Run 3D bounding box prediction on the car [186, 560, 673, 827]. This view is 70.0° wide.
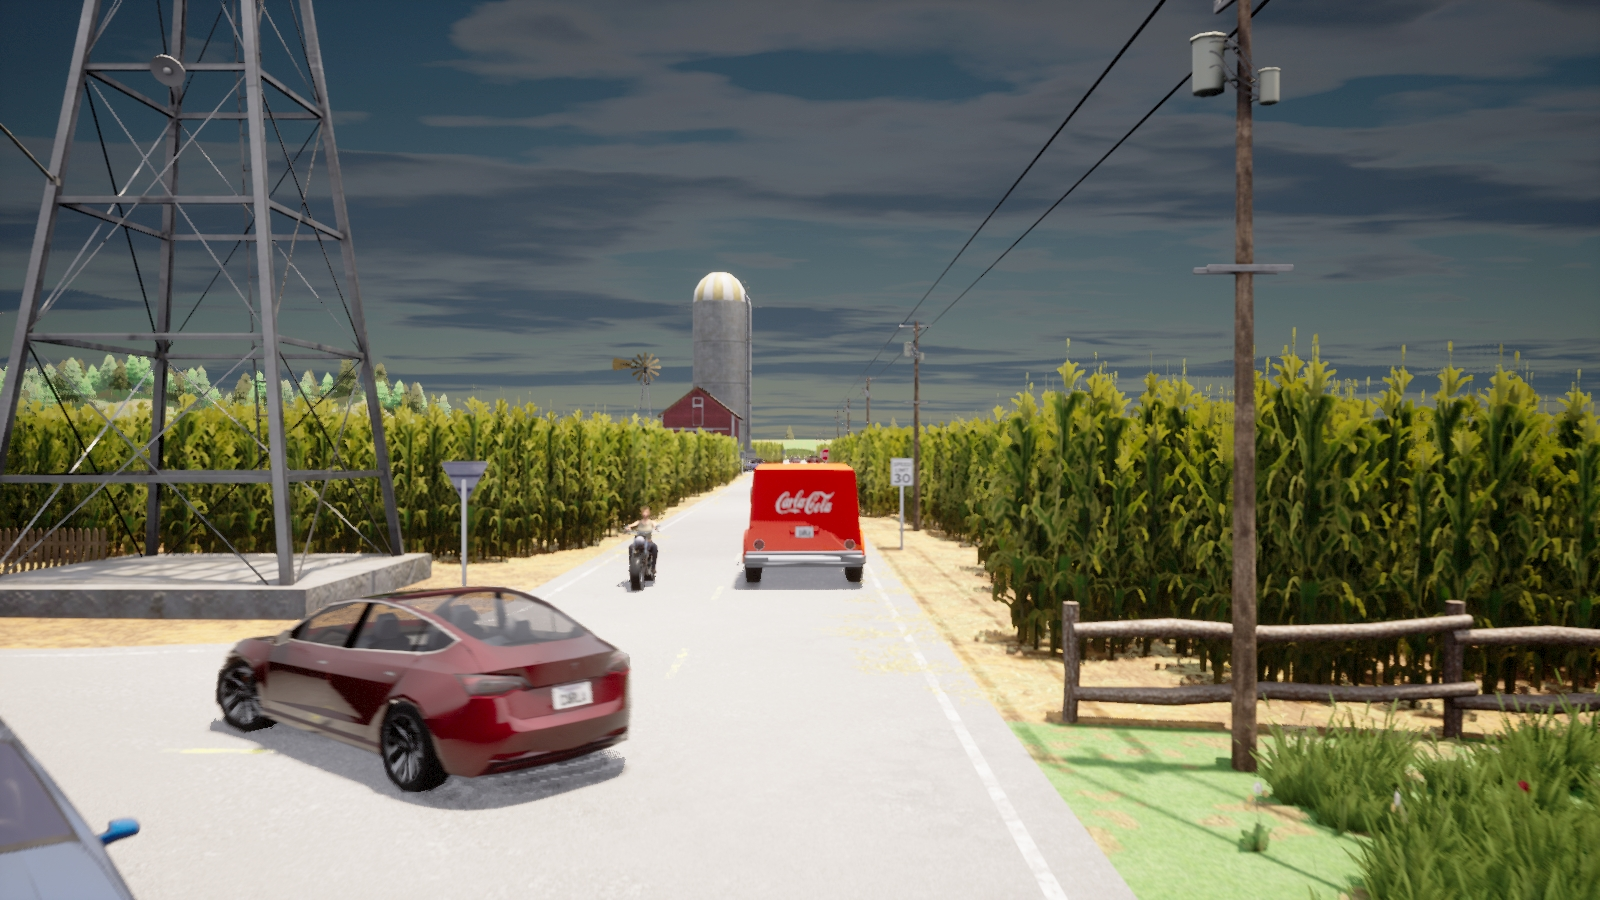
[{"bbox_3d":[-3.648,2.021,10.782,4.792,1.488,2.163,1,0,40],"label":"car"}]

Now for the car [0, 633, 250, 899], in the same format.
[{"bbox_3d":[-4.699,2.080,5.738,2.033,1.411,5.357,-1,1,-43],"label":"car"}]

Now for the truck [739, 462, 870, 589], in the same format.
[{"bbox_3d":[0.066,1.541,25.529,2.627,2.467,5.204,0,0,-1],"label":"truck"}]
